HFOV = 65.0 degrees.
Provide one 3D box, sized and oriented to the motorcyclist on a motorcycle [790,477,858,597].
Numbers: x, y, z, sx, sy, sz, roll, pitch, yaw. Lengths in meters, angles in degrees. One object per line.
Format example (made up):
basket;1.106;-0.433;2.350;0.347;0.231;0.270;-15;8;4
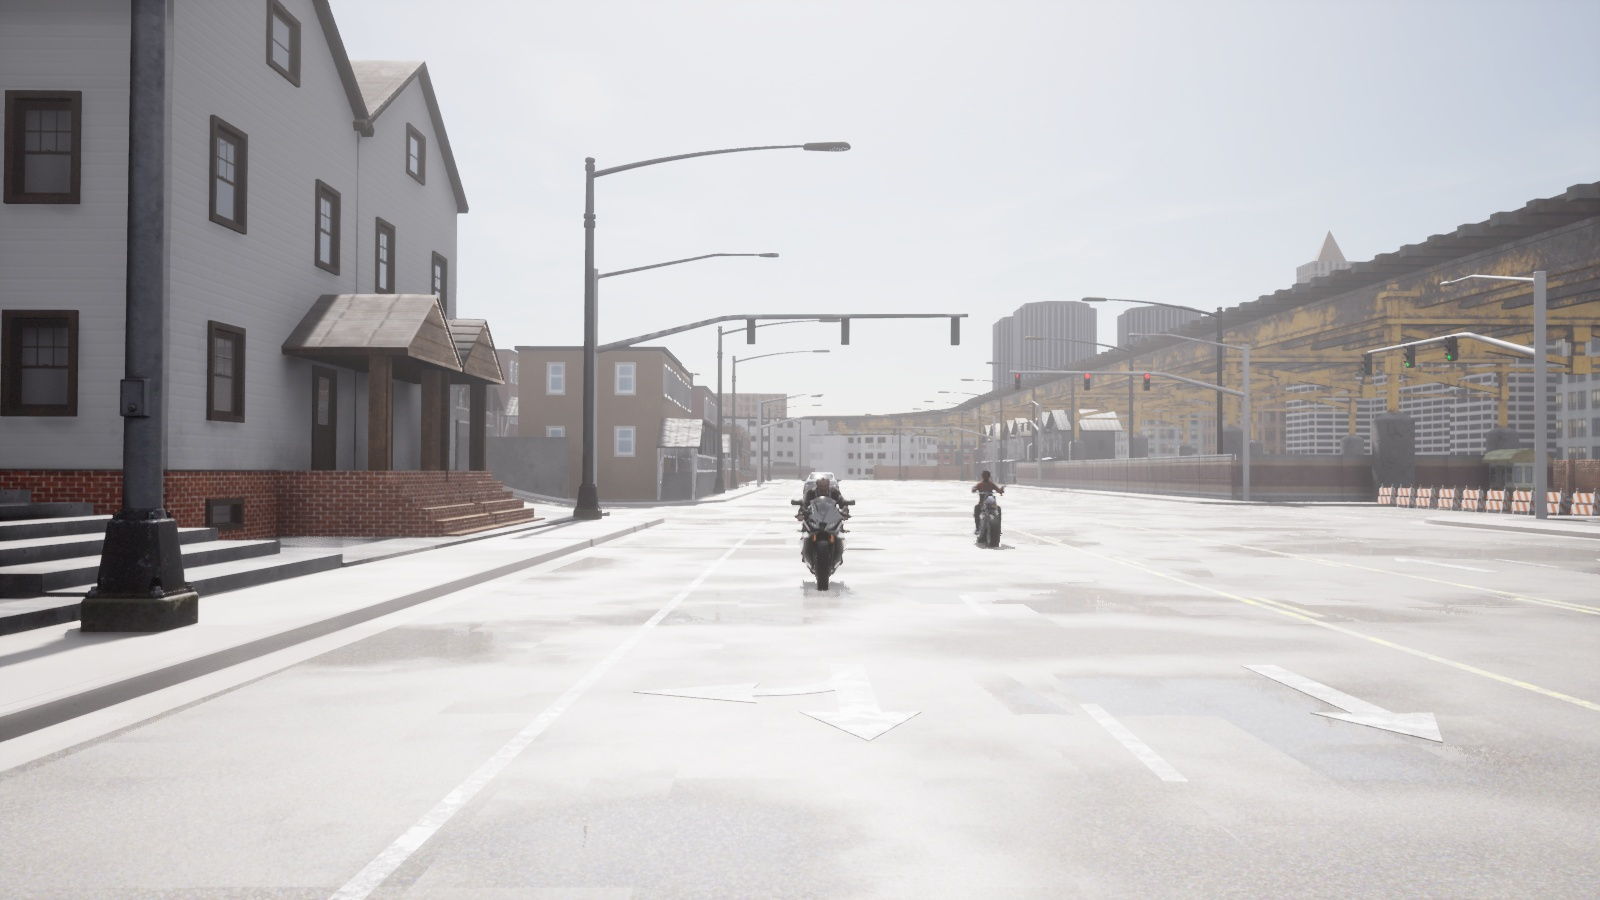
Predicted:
motorcyclist on a motorcycle;0.323;1.136;17.173;0.866;1.530;2.191;0;-1;1

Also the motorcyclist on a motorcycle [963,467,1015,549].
motorcyclist on a motorcycle;3.974;1.193;26.511;0.766;1.649;2.350;0;-1;1

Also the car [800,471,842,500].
car;1.191;1.906;68.064;2.128;1.511;4.902;0;-1;2
